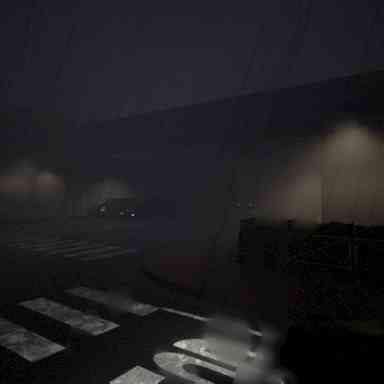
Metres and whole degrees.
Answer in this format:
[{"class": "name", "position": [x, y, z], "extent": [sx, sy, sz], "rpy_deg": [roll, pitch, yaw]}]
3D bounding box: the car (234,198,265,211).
[{"class": "car", "position": [7.556, 1.499, 41.893], "extent": [1.837, 1.490, 4.892], "rpy_deg": [0, 0, 36]}]

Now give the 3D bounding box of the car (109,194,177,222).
[{"class": "car", "position": [-3.515, 1.215, 26.447], "extent": [2.150, 2.045, 5.566], "rpy_deg": [0, 0, 36]}]

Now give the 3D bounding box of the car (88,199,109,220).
[{"class": "car", "position": [-6.556, 1.345, 28.213], "extent": [2.097, 1.767, 4.553], "rpy_deg": [0, 0, 36]}]

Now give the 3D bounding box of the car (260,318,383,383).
[{"class": "car", "position": [2.725, 1.526, 2.047], "extent": [4.674, 1.442, 1.812], "rpy_deg": [0, 0, 36]}]

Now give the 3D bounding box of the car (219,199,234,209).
[{"class": "car", "position": [5.608, 1.594, 45.178], "extent": [1.895, 1.301, 4.718], "rpy_deg": [0, 0, 36]}]
